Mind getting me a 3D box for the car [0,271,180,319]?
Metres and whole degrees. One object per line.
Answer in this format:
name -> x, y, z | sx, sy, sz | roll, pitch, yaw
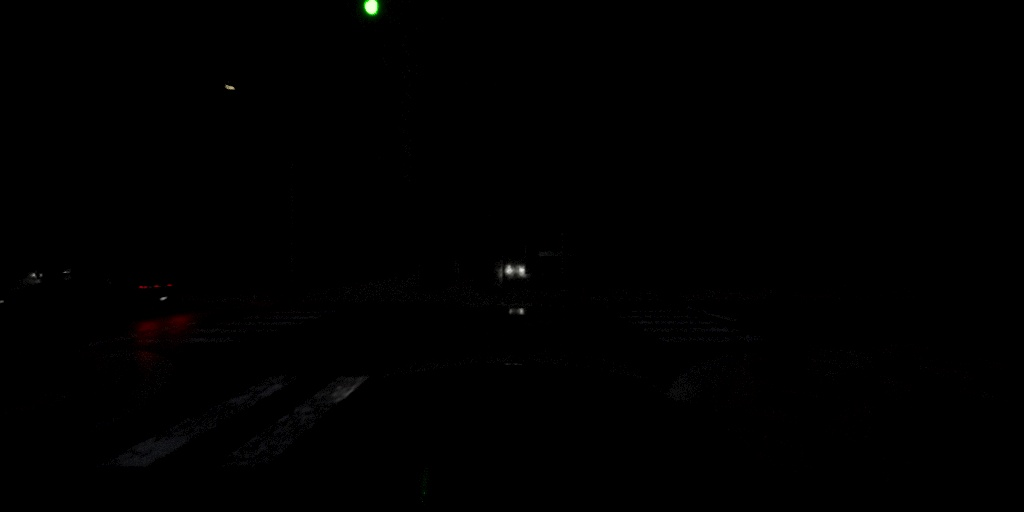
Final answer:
car -> -14.376, 1.262, 12.328 | 4.902, 1.511, 2.128 | 0, 0, 1
